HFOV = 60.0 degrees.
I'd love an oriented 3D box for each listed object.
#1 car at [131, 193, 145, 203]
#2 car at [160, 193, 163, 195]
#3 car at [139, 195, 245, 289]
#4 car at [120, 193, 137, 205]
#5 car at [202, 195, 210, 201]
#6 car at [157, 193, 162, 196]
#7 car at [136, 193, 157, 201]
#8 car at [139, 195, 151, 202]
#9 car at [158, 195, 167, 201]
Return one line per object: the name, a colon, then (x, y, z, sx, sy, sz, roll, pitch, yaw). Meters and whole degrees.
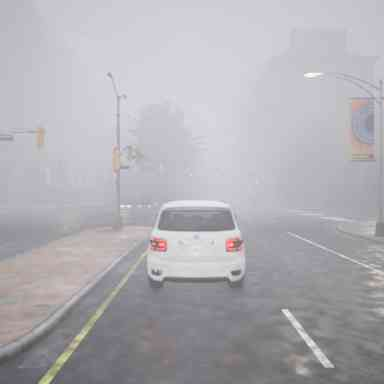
car: (-11.260, 1.225, 69.596, 2.150, 2.045, 5.566, 0, 0, 0)
car: (-7.736, 1.225, 76.397, 2.150, 2.045, 5.566, 0, 0, 0)
car: (0.103, 1.223, 9.297, 2.150, 2.045, 5.566, 0, 0, 0)
car: (-11.363, 1.491, 59.677, 2.128, 1.511, 4.902, 0, 0, 1)
car: (3.811, 1.540, 89.859, 2.033, 1.411, 5.357, 0, 0, 0)
car: (-7.794, 1.526, 66.780, 1.812, 1.442, 4.674, 0, 0, 1)
car: (-7.881, 1.352, 57.896, 2.097, 1.767, 4.553, 0, 0, 0)
car: (-11.224, 1.525, 80.034, 2.128, 1.511, 4.902, 0, 0, 0)
car: (-7.702, 1.552, 86.212, 1.994, 1.385, 4.181, 0, 0, 0)
